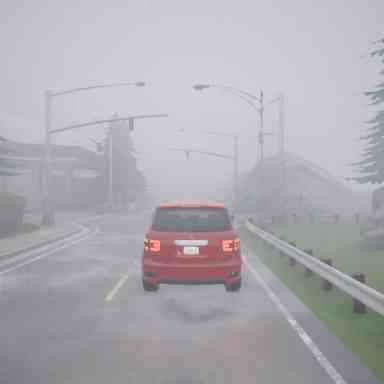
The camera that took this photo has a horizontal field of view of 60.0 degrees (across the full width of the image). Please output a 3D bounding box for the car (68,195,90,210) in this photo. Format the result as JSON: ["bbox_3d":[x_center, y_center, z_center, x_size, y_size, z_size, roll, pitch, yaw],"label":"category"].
[{"bbox_3d":[-14.557,1.312,43.145,1.905,1.878,3.866,0,0,-1],"label":"car"}]

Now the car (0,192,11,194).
[{"bbox_3d":[-18.628,1.107,30.125,5.566,2.045,2.150,-4,-1,22],"label":"car"}]

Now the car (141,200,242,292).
[{"bbox_3d":[0.018,1.221,9.095,2.150,2.045,5.566,0,0,1],"label":"car"}]

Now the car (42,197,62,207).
[{"bbox_3d":[-20.267,1.479,47.419,2.242,1.667,4.611,0,0,-1],"label":"car"}]
